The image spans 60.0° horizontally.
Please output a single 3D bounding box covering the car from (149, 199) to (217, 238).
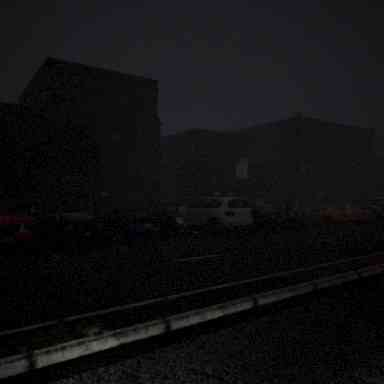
[{"bbox_3d":[-1.048,1.407,18.215,2.185,1.767,4.553,0,0,-36],"label":"car"}]

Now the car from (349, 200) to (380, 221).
[{"bbox_3d":[12.314,1.670,27.972,1.946,1.575,5.366,1,0,-36],"label":"car"}]

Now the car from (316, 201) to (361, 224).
[{"bbox_3d":[10.070,1.648,26.365,1.946,1.575,5.366,1,0,-36],"label":"car"}]

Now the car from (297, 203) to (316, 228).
[{"bbox_3d":[5.712,1.479,22.979,2.185,1.767,4.553,1,0,-36],"label":"car"}]

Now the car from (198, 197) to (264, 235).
[{"bbox_3d":[1.194,1.305,19.817,2.435,2.045,5.566,1,0,-36],"label":"car"}]

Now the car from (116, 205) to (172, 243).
[{"bbox_3d":[-3.290,1.545,16.607,2.163,1.488,4.792,0,0,-36],"label":"car"}]

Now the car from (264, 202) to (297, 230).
[{"bbox_3d":[3.469,1.329,21.376,2.435,2.045,5.566,1,0,-36],"label":"car"}]

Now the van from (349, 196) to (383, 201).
[{"bbox_3d":[16.975,1.485,30.938,1.878,1.987,4.442,0,0,-36],"label":"van"}]

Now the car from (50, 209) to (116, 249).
[{"bbox_3d":[-5.507,1.499,14.978,2.097,1.535,5.008,0,0,-36],"label":"car"}]

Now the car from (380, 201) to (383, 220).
[{"bbox_3d":[14.665,1.732,29.423,2.002,1.452,4.674,0,0,-36],"label":"car"}]

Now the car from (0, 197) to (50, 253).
[{"bbox_3d":[-7.735,1.242,13.354,2.435,2.045,5.566,0,0,-36],"label":"car"}]
